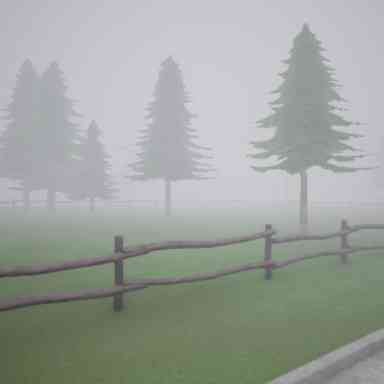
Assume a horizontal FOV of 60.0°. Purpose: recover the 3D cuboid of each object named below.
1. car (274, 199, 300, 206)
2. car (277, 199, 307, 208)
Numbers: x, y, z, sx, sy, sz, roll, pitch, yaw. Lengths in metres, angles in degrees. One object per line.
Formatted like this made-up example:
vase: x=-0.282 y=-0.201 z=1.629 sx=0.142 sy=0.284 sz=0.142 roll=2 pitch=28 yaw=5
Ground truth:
car: x=17.046 y=2.136 z=59.401 sx=4.718 sy=1.301 sz=1.895 roll=0 pitch=0 yaw=30
car: x=18.641 y=2.045 z=62.090 sx=5.008 sy=1.535 sz=1.882 roll=0 pitch=0 yaw=30
